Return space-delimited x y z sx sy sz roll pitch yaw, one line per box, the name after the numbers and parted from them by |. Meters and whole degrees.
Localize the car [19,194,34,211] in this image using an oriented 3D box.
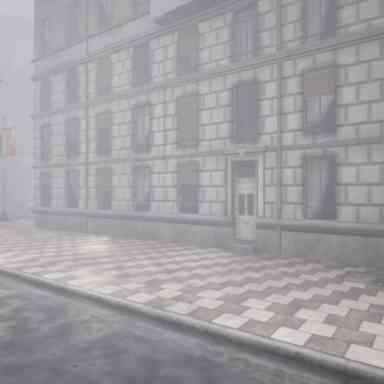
-17.089 1.352 38.878 2.097 1.767 4.553 0 0 36 | car

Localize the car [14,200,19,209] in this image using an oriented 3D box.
-19.281 1.221 41.826 2.150 2.045 5.566 0 0 36 | car
